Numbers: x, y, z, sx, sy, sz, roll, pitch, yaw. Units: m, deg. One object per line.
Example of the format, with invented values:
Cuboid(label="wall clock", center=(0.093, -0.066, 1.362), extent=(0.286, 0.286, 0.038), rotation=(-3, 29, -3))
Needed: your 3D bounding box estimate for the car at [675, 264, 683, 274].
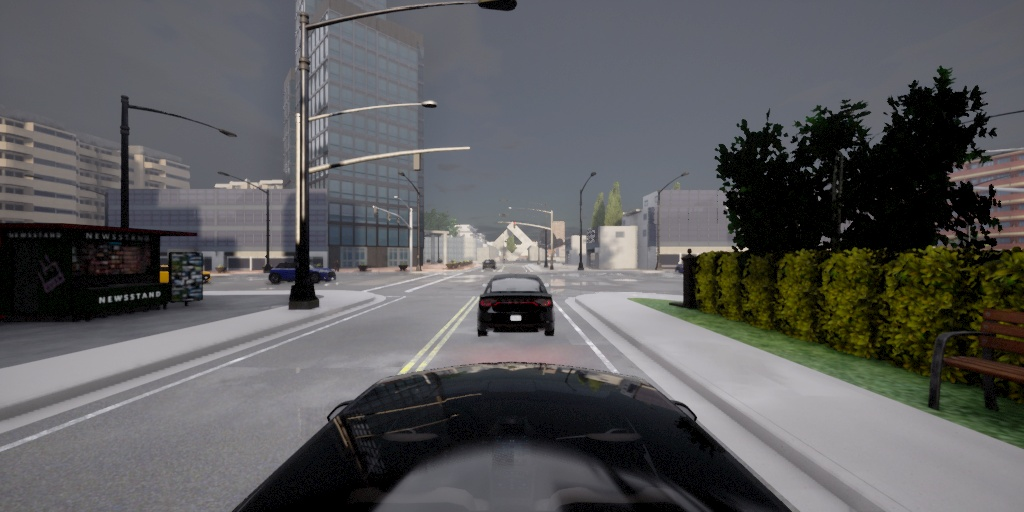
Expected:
Cuboid(label="car", center=(20.145, 1.055, 38.873), extent=(4.553, 1.767, 2.097), rotation=(0, 0, 0))

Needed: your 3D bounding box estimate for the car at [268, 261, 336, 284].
Cuboid(label="car", center=(-16.286, 1.209, 28.038), extent=(4.553, 1.767, 2.097), rotation=(-1, 0, 0))

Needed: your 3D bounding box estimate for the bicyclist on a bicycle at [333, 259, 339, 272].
Cuboid(label="bicyclist on a bicycle", center=(-21.822, 1.215, 44.493), extent=(0.582, 1.620, 1.656), rotation=(-1, 0, 0))

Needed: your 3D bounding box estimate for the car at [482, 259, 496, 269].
Cuboid(label="car", center=(-3.380, 1.227, 54.216), extent=(1.882, 1.535, 5.008), rotation=(0, 0, 0))

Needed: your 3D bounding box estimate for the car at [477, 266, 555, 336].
Cuboid(label="car", center=(0.110, 1.227, 10.434), extent=(1.882, 1.535, 5.008), rotation=(0, 0, 1))

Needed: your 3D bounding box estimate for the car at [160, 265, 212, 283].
Cuboid(label="car", center=(-26.398, 1.453, 28.001), extent=(5.008, 1.535, 1.882), rotation=(-1, 0, 0))
